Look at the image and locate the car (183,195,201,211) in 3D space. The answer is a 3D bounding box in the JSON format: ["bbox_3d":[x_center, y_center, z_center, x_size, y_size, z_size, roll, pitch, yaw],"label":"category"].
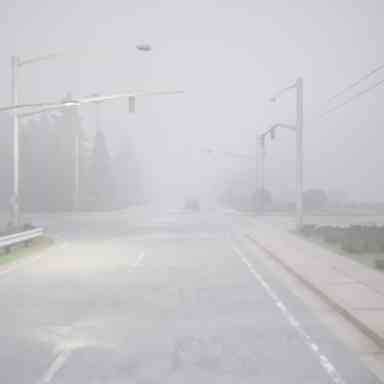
[{"bbox_3d":[-0.004,1.453,39.832,2.128,1.511,4.902,0,0,0],"label":"car"}]

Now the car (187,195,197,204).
[{"bbox_3d":[-0.006,1.442,64.840,1.837,1.490,4.892,0,0,0],"label":"car"}]
